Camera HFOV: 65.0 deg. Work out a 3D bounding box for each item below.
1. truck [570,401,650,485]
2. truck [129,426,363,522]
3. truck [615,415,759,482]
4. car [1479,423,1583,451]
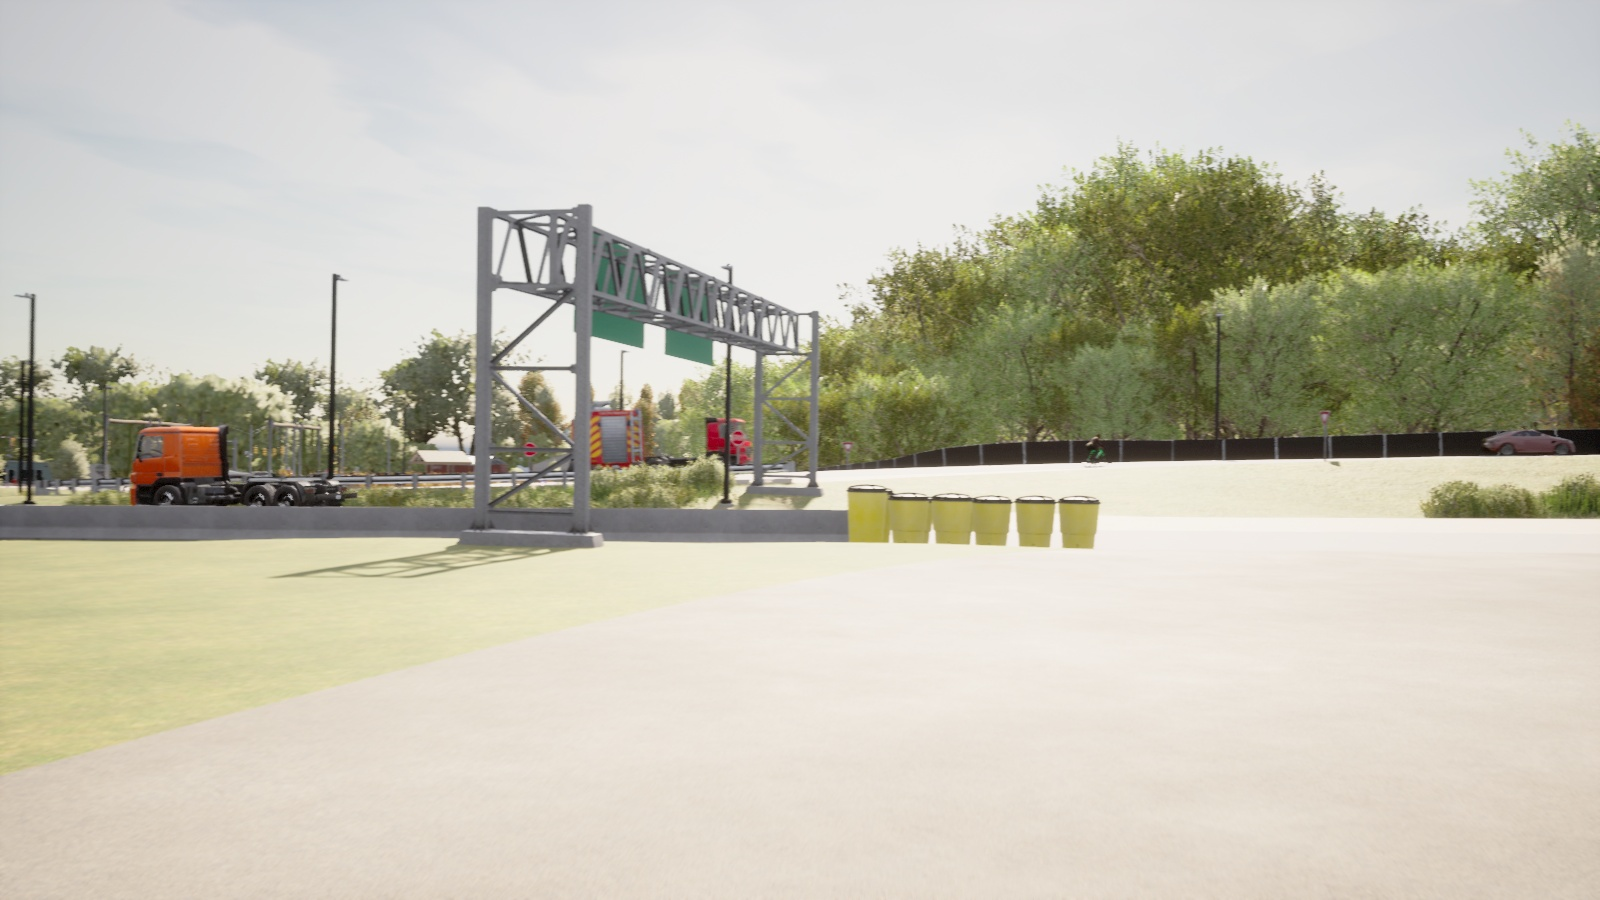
[{"bbox_3d":[-9.870,-0.258,64.338,2.891,3.827,8.468,-2,-2,-15],"label":"truck"},{"bbox_3d":[-21.003,0.916,47.701,7.936,3.462,2.891,-1,0,12],"label":"truck"},{"bbox_3d":[-6.716,-0.047,75.225,7.936,3.462,2.891,-3,-1,8],"label":"truck"},{"bbox_3d":[37.752,-0.662,64.954,4.181,1.385,1.994,0,0,6],"label":"car"}]
